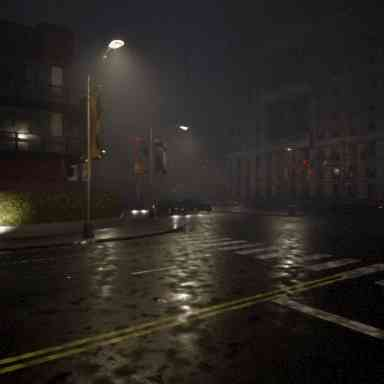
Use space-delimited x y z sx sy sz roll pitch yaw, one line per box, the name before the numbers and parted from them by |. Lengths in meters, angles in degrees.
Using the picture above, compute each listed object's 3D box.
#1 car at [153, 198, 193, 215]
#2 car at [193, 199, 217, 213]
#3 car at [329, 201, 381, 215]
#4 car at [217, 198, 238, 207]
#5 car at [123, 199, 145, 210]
car | -2.318 1.505 34.641 1.837 1.490 4.892 0 0 -35
car | 0.206 1.478 37.142 1.882 1.535 5.008 0 0 -35
car | 16.862 1.601 34.551 4.718 1.301 1.895 0 0 36
car | 4.778 1.601 50.972 1.895 1.301 4.718 0 0 -35
car | -7.590 1.564 42.230 1.994 1.385 4.181 0 0 -35
